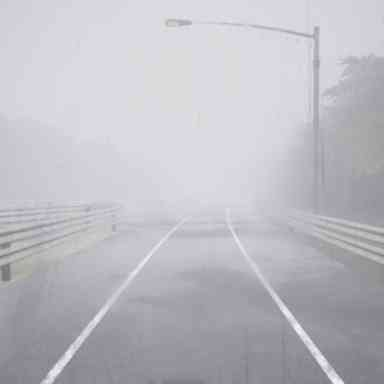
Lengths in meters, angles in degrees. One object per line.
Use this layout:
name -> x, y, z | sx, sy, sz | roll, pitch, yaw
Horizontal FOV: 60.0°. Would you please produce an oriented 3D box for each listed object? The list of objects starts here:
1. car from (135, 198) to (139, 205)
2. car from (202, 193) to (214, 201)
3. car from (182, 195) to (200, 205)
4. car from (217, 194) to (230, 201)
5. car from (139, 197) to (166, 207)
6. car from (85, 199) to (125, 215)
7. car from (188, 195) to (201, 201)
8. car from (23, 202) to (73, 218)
car -> -7.859, 1.490, 55.703 | 1.812, 1.442, 4.674 | 0, 0, 17
car -> 4.056, 1.228, 83.477 | 2.150, 2.045, 5.566 | 0, 0, 17
car -> -0.298, 1.552, 56.576 | 1.994, 1.385, 4.181 | 0, 0, 17
car -> 7.407, 1.514, 82.468 | 1.837, 1.490, 4.892 | 0, 0, 17
car -> -5.648, 1.511, 50.869 | 2.033, 1.411, 5.357 | 0, 0, 17
car -> -7.989, 1.408, 30.720 | 2.128, 1.511, 4.902 | 0, 0, 17
car -> 0.693, 1.492, 84.449 | 1.837, 1.490, 4.892 | 0, 0, 17
car -> -12.197, 1.497, 28.853 | 1.895, 1.301, 4.718 | 0, 0, 17
